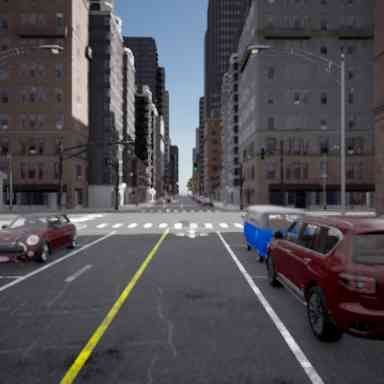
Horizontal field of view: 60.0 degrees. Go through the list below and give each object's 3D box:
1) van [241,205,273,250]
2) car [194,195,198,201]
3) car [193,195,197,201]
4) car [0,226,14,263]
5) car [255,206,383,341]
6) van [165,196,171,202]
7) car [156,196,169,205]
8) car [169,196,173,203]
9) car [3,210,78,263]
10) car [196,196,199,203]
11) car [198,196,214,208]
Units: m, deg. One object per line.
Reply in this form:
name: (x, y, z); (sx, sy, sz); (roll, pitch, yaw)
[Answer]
van: (2.858, 1.403, 12.020); (1.690, 1.788, 3.998); (0, 0, 0)
car: (2.073, 2.042, 78.518); (1.802, 1.307, 4.206); (0, 0, -1)
car: (1.947, 2.052, 84.172); (1.887, 1.381, 4.507); (0, -1, -1)
car: (-5.668, 1.601, 6.489); (1.947, 1.339, 4.313); (0, 0, 0)
car: (2.858, 1.349, 6.497); (2.192, 1.841, 5.009); (0, 0, 0)
van: (-6.825, 1.950, 95.310); (1.690, 1.788, 3.998); (0, -1, -1)
car: (-6.201, 1.825, 67.037); (1.967, 1.590, 4.097); (0, 0, -1)
car: (-6.576, 1.823, 83.999); (2.192, 1.841, 5.009); (0, 0, -1)
car: (-5.668, 1.504, 12.014); (1.967, 1.590, 4.097); (0, 0, 0)
car: (2.322, 1.966, 67.215); (1.802, 1.307, 4.206); (0, 0, -1)
car: (2.570, 1.754, 55.909); (1.967, 1.590, 4.097); (0, 0, -1)
